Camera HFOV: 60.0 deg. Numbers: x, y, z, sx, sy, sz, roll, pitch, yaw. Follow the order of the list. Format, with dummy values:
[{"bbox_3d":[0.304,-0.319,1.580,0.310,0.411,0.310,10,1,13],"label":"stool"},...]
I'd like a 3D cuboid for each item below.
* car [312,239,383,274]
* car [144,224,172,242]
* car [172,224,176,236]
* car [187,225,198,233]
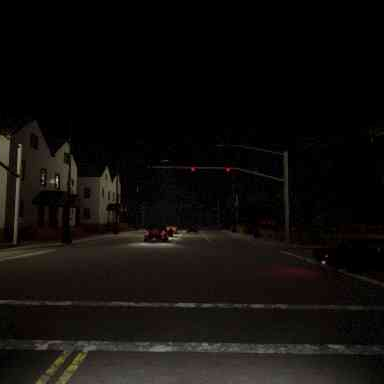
[{"bbox_3d":[7.554,2.577,13.525,4.718,1.301,1.895,0,-5,1],"label":"car"},{"bbox_3d":[-3.529,4.074,33.505,2.097,1.767,4.553,0,-5,0],"label":"car"},{"bbox_3d":[-3.513,5.176,43.427,1.994,1.385,4.181,0,-5,0],"label":"car"},{"bbox_3d":[0.096,6.472,57.910,2.033,1.411,5.357,0,-5,0],"label":"car"}]
